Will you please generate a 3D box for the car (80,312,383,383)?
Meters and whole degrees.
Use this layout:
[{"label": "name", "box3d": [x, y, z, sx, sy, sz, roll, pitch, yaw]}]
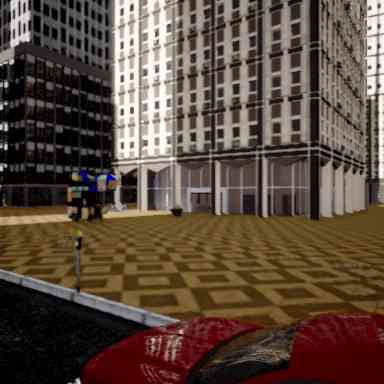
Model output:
[{"label": "car", "box3d": [1.107, 1.543, 2.119, 4.507, 1.381, 1.887, 0, 0, 35]}]
